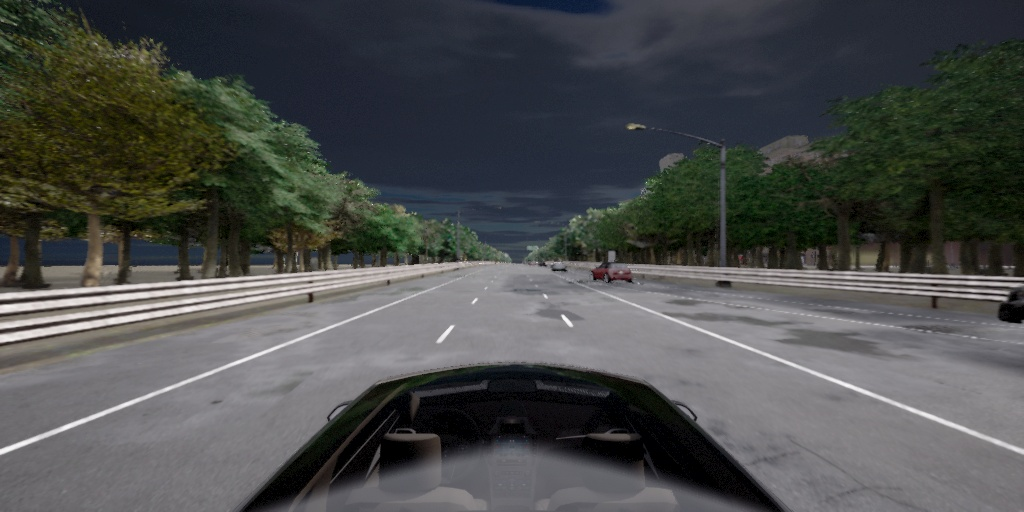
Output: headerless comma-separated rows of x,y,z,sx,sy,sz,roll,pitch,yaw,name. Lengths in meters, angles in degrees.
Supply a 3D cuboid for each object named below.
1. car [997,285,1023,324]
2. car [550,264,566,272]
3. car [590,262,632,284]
14.444,1.015,7.176,2.150,2.045,5.566,0,-1,-22,car
7.007,1.692,54.914,1.994,1.385,4.181,0,0,0,car
8.249,1.314,30.212,2.097,1.767,4.553,0,0,-8,car
